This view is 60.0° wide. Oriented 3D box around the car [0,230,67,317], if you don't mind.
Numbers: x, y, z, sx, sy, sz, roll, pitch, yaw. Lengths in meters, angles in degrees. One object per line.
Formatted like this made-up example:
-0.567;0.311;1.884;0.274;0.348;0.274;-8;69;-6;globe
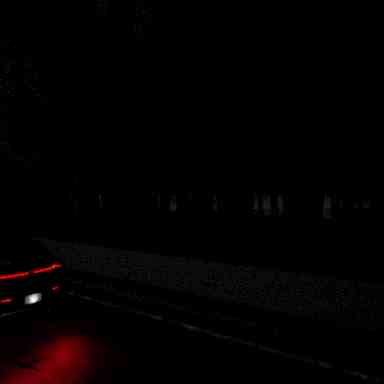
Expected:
-4.636;1.556;6.999;4.892;1.490;1.837;0;0;36;car
